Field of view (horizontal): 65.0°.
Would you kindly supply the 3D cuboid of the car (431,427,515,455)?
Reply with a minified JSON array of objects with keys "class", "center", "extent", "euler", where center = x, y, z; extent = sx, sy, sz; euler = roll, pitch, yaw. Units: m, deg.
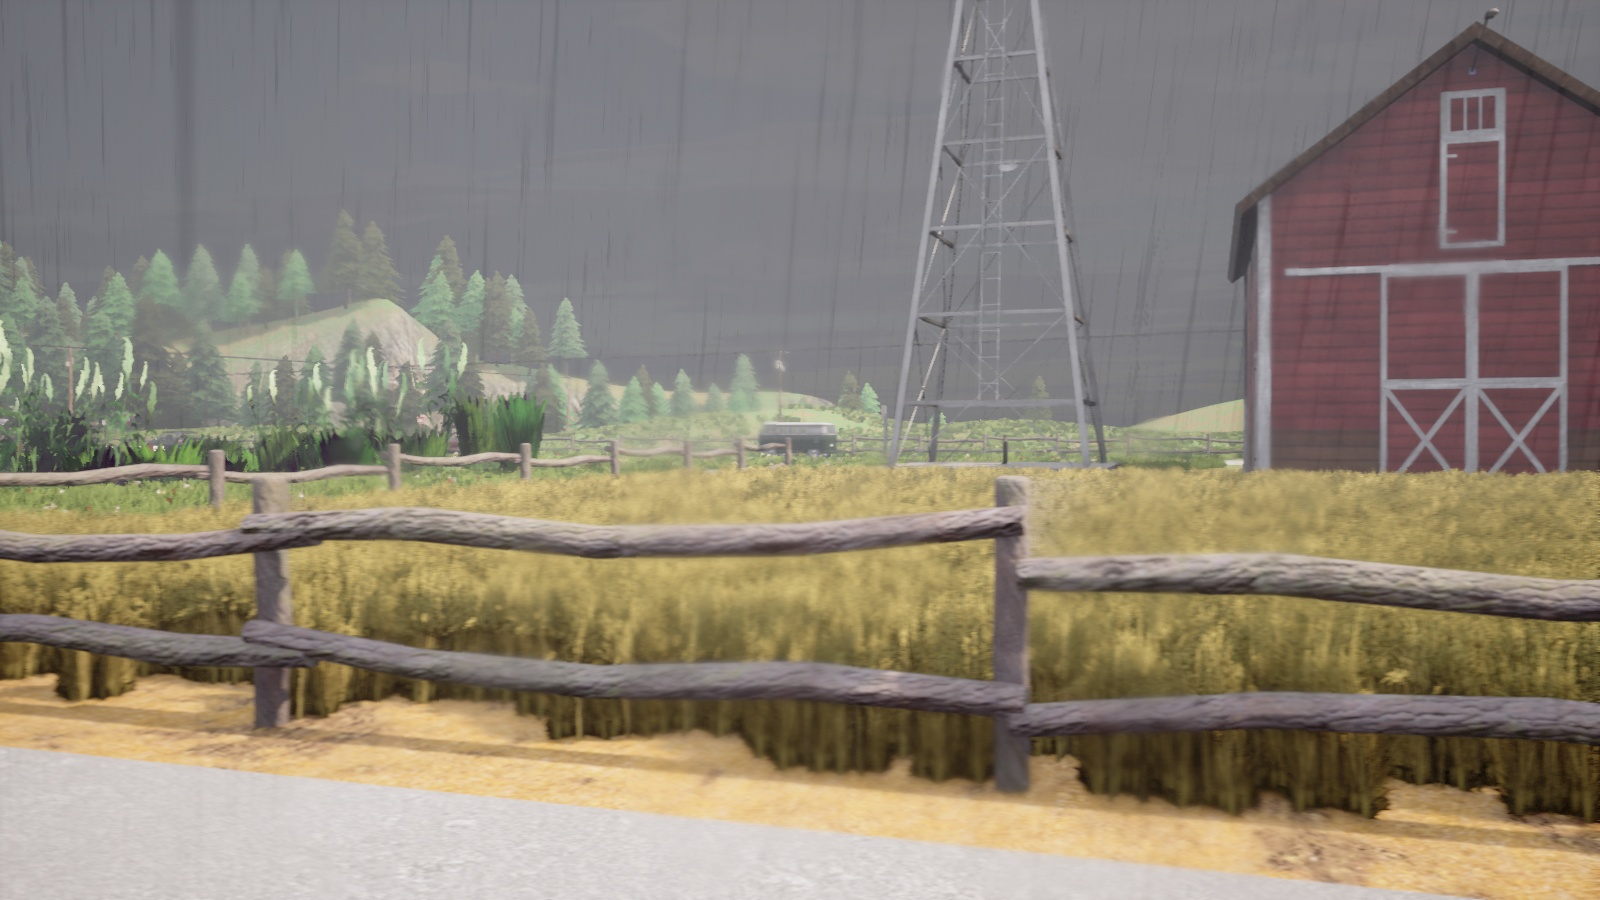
[{"class":"car","center":[-20.135,-0.557,77.325],"extent":[4.856,1.649,2.033],"euler":[1,1,24]}]

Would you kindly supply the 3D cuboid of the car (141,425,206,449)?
[{"class":"car","center":[-44.009,-0.908,88.222],"extent":[4.611,1.667,2.242],"euler":[1,1,36]}]

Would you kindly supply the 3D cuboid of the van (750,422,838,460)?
[{"class":"van","center":[-0.320,-0.518,68.406],"extent":[4.442,1.987,1.775],"euler":[1,1,24]}]
